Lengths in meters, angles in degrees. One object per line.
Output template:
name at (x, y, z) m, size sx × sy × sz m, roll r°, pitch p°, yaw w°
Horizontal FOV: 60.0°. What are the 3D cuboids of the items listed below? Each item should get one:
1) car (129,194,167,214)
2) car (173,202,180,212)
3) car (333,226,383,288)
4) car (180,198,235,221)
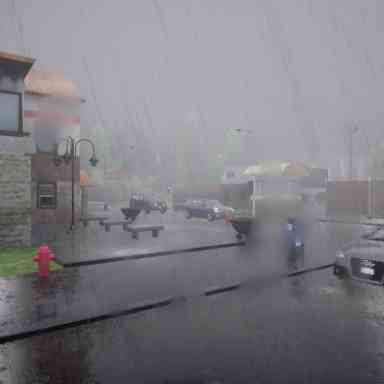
car at (-4.797, 1.221, 35.787) m, size 2.150 × 2.045 × 5.566 m, roll 0°, pitch 0°, yaw -35°
car at (-0.293, 1.526, 36.637) m, size 1.812 × 1.442 × 4.674 m, roll 0°, pitch 0°, yaw -35°
car at (5.504, 1.564, 8.527) m, size 4.181 × 1.385 × 1.994 m, roll 0°, pitch 0°, yaw -35°
car at (1.380, 1.352, 27.067) m, size 2.097 × 1.767 × 4.553 m, roll 0°, pitch 0°, yaw -35°
